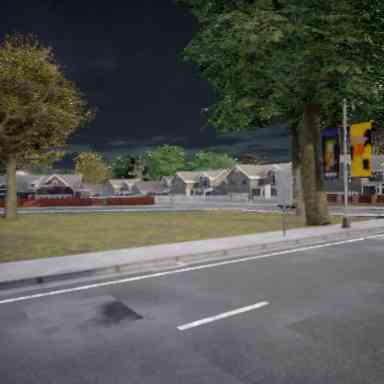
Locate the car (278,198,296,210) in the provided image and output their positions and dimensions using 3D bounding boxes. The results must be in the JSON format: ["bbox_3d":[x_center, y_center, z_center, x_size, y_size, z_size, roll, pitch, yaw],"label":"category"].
[{"bbox_3d":[12.659,1.457,39.868,2.128,1.511,4.902,-2,0,-35],"label":"car"}]
